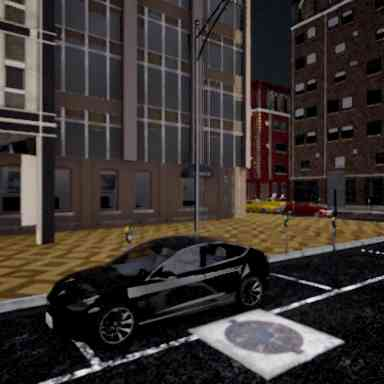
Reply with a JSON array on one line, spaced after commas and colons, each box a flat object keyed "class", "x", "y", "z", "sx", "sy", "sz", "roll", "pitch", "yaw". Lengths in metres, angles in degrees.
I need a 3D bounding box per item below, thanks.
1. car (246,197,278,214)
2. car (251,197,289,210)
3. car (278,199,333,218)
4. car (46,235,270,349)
[{"class": "car", "x": 6.496, "y": 1.378, "z": 32.410, "sx": 1.752, "sy": 1.417, "sz": 4.829, "roll": 0, "pitch": 0, "yaw": -36}, {"class": "car", "x": 9.806, "y": 1.380, "z": 42.173, "sx": 1.752, "sy": 1.417, "sz": 4.829, "roll": 0, "pitch": 0, "yaw": -36}, {"class": "car", "x": 9.697, "y": 1.445, "z": 27.946, "sx": 1.802, "sy": 1.307, "sz": 4.206, "roll": 0, "pitch": 0, "yaw": -36}, {"class": "car", "x": -0.380, "y": 1.555, "z": 6.285, "sx": 4.313, "sy": 1.339, "sz": 1.947, "roll": 0, "pitch": 0, "yaw": -36}]
